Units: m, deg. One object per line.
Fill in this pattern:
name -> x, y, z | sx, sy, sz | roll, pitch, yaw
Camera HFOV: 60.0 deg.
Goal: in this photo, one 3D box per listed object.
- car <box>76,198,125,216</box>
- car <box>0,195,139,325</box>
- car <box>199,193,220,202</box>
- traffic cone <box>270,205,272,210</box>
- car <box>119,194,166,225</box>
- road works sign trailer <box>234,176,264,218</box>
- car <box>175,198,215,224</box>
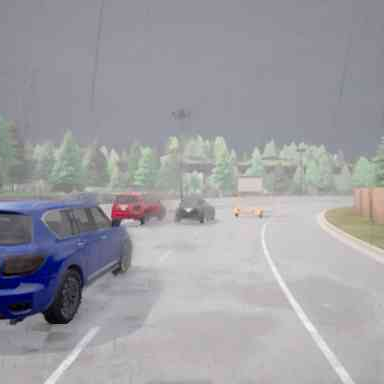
car -> -8.578, 1.355, 31.845 | 2.128, 1.511, 4.902 | 0, 0, 19
car -> -2.966, 1.185, 7.235 | 2.150, 2.045, 5.566 | 0, 0, 5
car -> 3.632, 1.165, 68.319 | 2.097, 1.767, 4.553 | 0, 0, 37
traffic cone -> 9.781, 1.882, 41.418 | 0.340, 0.580, 0.340 | 0, 0, 23
car -> -3.642, 1.134, 23.497 | 2.150, 2.045, 5.566 | 0, 0, 15
road works sign trailer -> 5.136, 0.404, 29.265 | 2.380, 3.560, 2.880 | 0, 0, 23
car -> 0.332, 1.282, 24.509 | 2.097, 1.767, 4.553 | 0, 0, 16
